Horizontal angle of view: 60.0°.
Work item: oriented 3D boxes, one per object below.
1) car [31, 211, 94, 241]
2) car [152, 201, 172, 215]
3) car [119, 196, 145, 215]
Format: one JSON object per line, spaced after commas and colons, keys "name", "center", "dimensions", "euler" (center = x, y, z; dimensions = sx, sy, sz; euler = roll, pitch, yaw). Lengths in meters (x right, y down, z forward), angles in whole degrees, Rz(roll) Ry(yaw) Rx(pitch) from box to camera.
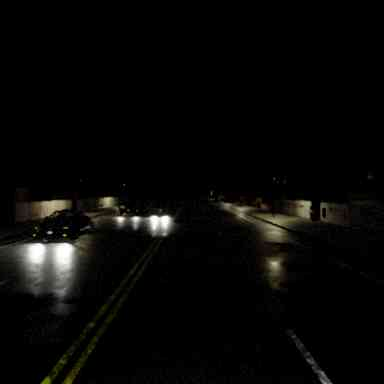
{"name": "car", "center": [-6.585, 1.692, 17.378], "dimensions": [1.994, 1.385, 4.181], "euler": [0, 0, 0]}
{"name": "car", "center": [-3.284, 1.709, 36.939], "dimensions": [2.128, 1.511, 4.902], "euler": [0, 0, 0]}
{"name": "car", "center": [-6.534, 1.516, 36.907], "dimensions": [2.150, 2.045, 5.566], "euler": [0, 0, 0]}
